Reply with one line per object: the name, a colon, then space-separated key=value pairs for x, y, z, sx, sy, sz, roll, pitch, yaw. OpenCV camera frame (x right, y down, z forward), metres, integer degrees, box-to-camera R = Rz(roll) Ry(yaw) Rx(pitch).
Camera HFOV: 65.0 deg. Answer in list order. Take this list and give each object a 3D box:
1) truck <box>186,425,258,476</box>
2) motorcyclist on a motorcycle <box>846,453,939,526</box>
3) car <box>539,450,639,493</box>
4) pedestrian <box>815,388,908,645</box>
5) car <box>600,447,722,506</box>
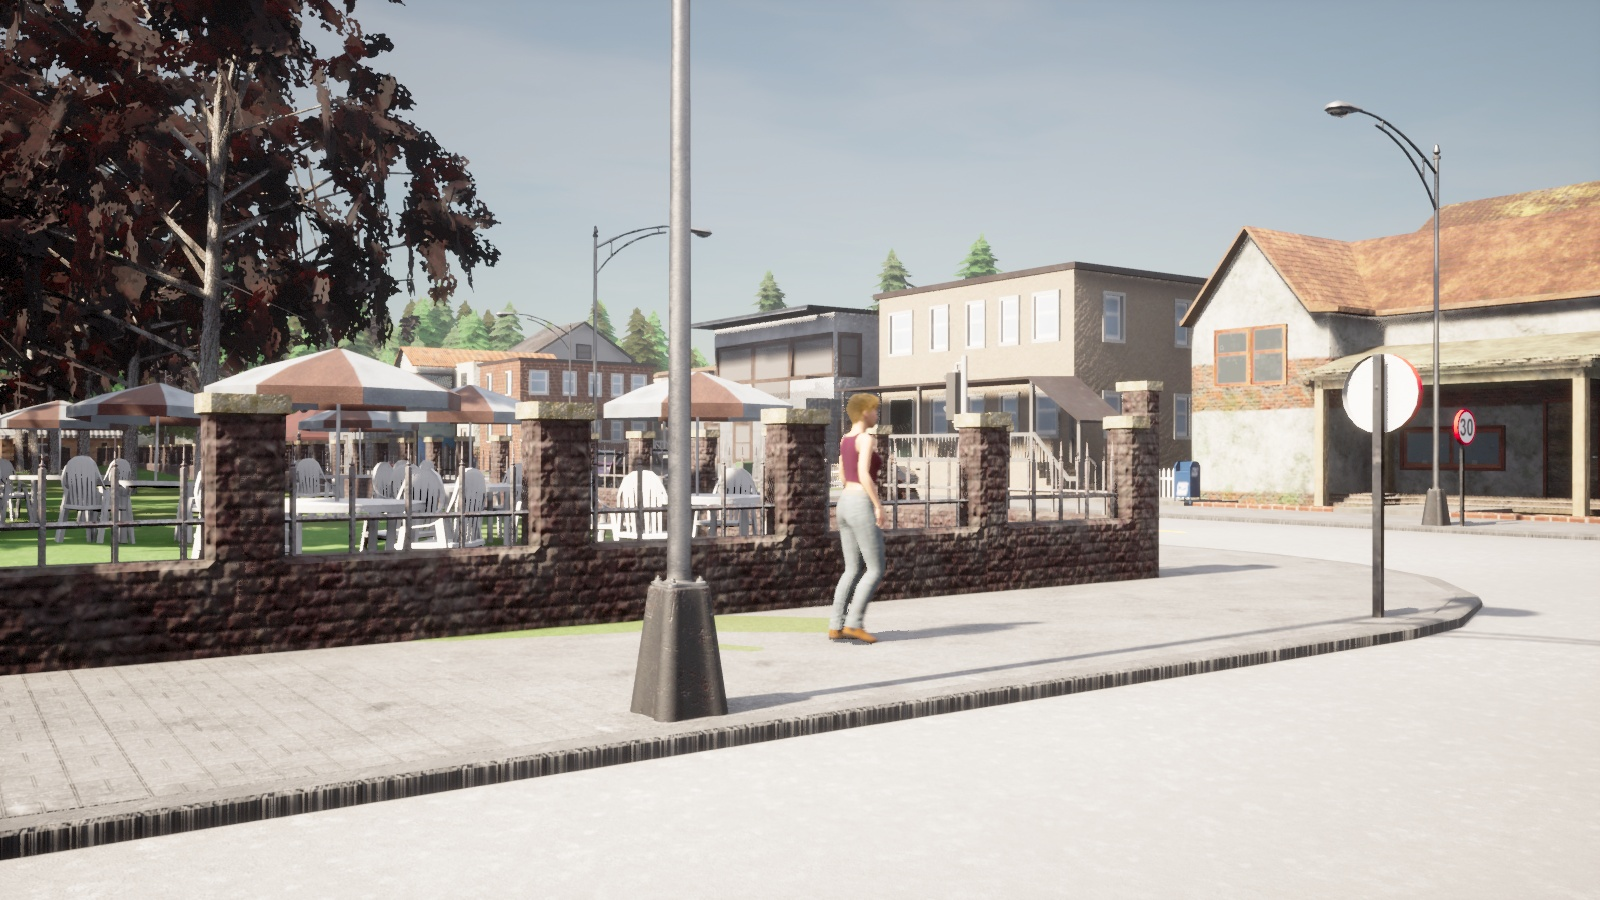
truck: x=-41.321 y=0.070 z=89.628 sx=2.891 sy=3.462 sz=7.936 roll=0 pitch=0 yaw=-38
motorcyclist on a motorcycle: x=2.026 y=0.844 z=27.849 sx=0.866 sy=1.530 sz=2.191 roll=0 pitch=0 yaw=-35
car: x=-8.432 y=0.814 z=49.772 sx=2.033 sy=1.649 sz=4.856 roll=0 pitch=0 yaw=-35
pedestrian: x=0.452 y=0.476 z=9.250 sx=0.594 sy=1.836 sz=0.345 roll=0 pitch=0 yaw=-22
car: x=-4.103 y=0.741 z=36.611 sx=1.851 sy=1.617 sz=3.988 roll=0 pitch=0 yaw=-35
